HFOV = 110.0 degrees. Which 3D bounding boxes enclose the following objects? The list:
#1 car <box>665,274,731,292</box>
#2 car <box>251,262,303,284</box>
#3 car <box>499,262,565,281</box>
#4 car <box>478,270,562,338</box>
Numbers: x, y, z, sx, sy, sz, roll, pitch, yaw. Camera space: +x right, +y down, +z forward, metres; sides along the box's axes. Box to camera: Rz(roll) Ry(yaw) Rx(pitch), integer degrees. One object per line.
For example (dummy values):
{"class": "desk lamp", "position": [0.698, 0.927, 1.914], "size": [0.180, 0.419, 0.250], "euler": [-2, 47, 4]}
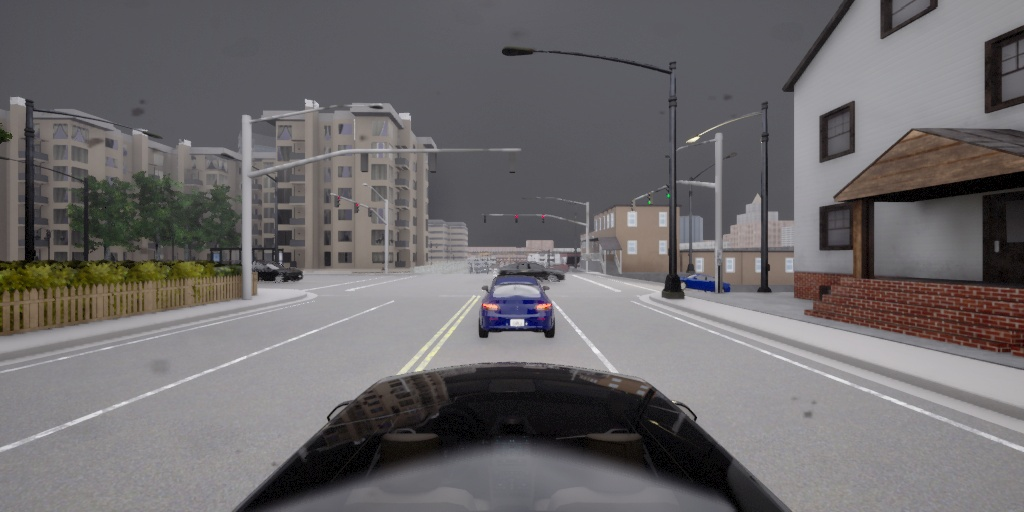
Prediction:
{"class": "car", "position": [15.369, 2.209, 29.744], "size": [5.008, 1.535, 1.882], "euler": [9, 0, 1]}
{"class": "car", "position": [-18.174, 1.228, 26.524], "size": [5.008, 1.535, 1.882], "euler": [0, 0, 1]}
{"class": "car", "position": [1.420, 1.219, 26.217], "size": [4.892, 1.490, 1.837], "euler": [0, 0, 1]}
{"class": "car", "position": [0.107, 1.276, 10.055], "size": [1.812, 1.442, 4.674], "euler": [0, 0, 0]}
